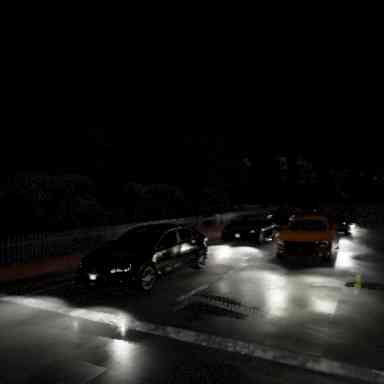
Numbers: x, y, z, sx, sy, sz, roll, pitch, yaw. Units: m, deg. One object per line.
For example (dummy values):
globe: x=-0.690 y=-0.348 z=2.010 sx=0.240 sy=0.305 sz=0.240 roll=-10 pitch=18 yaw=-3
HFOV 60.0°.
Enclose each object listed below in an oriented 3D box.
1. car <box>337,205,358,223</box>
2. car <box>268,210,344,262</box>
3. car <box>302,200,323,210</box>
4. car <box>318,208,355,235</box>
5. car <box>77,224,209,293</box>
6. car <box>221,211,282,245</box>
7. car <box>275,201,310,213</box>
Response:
car: x=14.151 y=1.981 z=30.568 sx=2.128 sy=1.511 sz=4.902 roll=-1 pitch=-1 yaw=29
car: x=4.828 y=1.727 z=13.486 sx=1.882 sy=1.535 sz=5.008 roll=-1 pitch=-1 yaw=29
car: x=12.134 y=1.813 z=34.193 sx=2.150 sy=2.045 sz=5.566 roll=-1 pitch=-1 yaw=29
car: x=9.294 y=1.965 z=21.675 sx=1.895 sy=1.301 sz=4.718 roll=-1 pitch=-1 yaw=29
car: x=-1.141 y=1.754 z=9.852 sx=1.837 sy=1.490 sz=4.892 roll=-1 pitch=-1 yaw=29
car: x=3.122 y=1.923 z=17.670 sx=1.994 sy=1.385 sz=4.181 roll=-1 pitch=-1 yaw=29
car: x=7.173 y=1.816 z=25.108 sx=2.097 sy=1.767 sz=4.553 roll=-1 pitch=-1 yaw=29
